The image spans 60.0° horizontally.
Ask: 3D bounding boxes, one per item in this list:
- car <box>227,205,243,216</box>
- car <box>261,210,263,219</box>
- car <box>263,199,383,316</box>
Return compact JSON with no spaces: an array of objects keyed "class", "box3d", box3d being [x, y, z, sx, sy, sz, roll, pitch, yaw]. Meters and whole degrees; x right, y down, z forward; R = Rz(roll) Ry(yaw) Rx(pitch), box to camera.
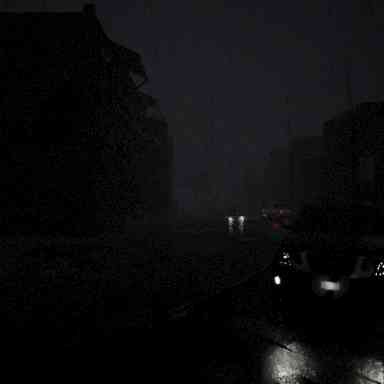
[{"class":"car","box3d":[6.200,2.675,48.107,1.837,1.490,4.892,0,0,0]},{"class":"car","box3d":[9.386,2.202,37.541,2.150,2.045,5.566,0,-2,0]},{"class":"car","box3d":[3.584,1.219,7.997,2.150,2.045,5.566,1,0,28]}]
